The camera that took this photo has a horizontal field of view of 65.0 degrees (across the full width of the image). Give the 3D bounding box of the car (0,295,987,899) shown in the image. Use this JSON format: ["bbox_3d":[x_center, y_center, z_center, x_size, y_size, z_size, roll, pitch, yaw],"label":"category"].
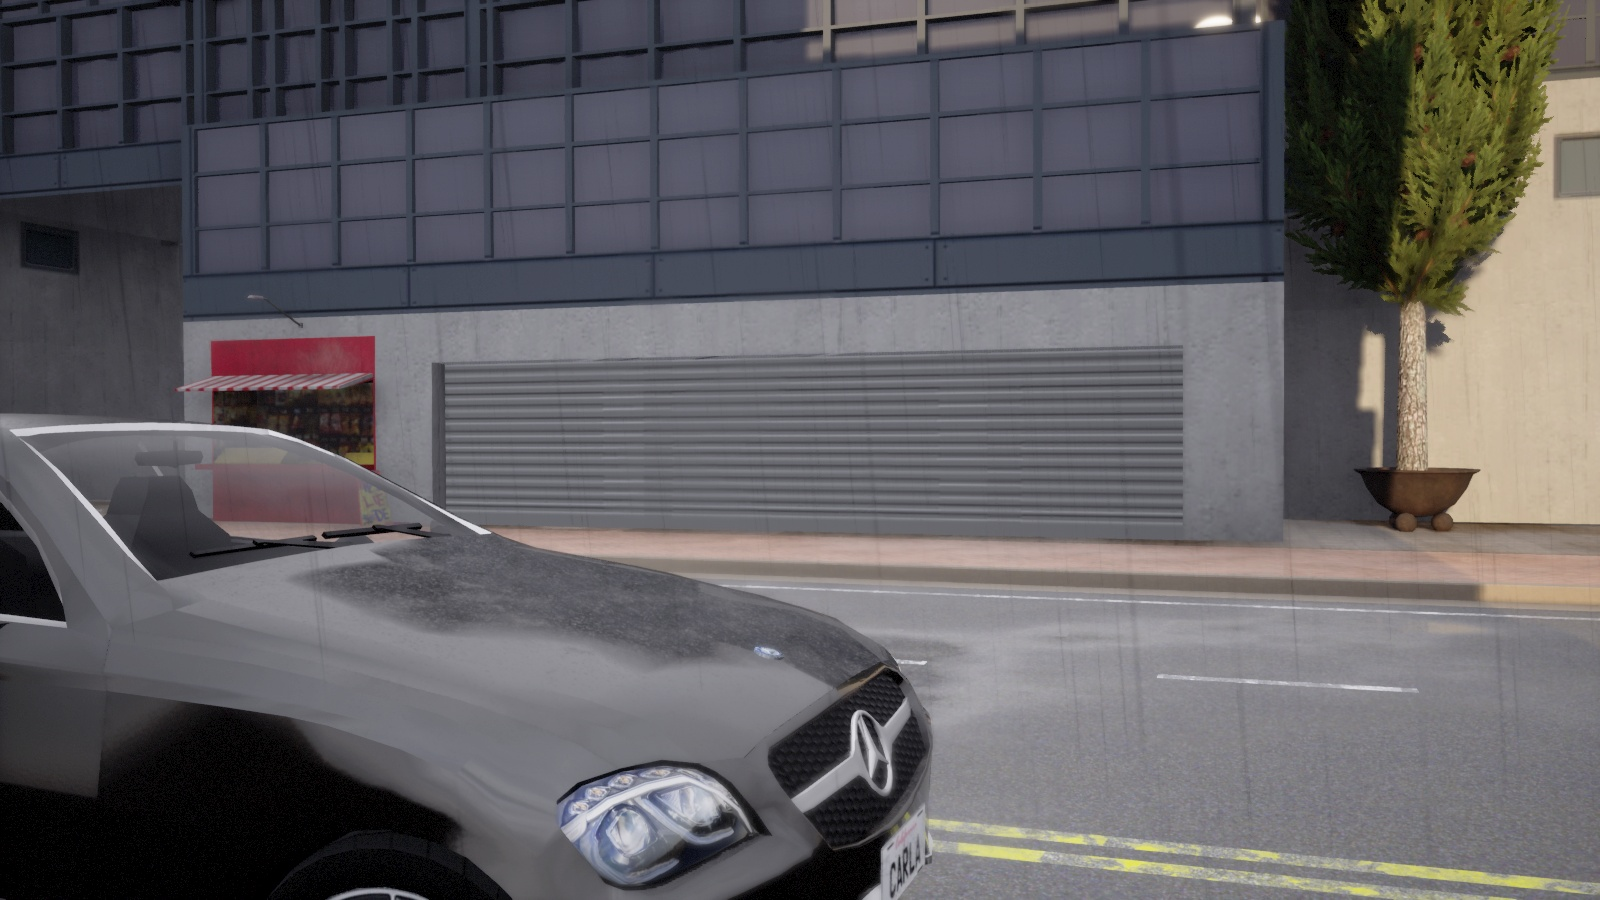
[{"bbox_3d":[-2.120,0.535,3.904,5.027,1.651,2.152,1,1,19],"label":"car"}]
